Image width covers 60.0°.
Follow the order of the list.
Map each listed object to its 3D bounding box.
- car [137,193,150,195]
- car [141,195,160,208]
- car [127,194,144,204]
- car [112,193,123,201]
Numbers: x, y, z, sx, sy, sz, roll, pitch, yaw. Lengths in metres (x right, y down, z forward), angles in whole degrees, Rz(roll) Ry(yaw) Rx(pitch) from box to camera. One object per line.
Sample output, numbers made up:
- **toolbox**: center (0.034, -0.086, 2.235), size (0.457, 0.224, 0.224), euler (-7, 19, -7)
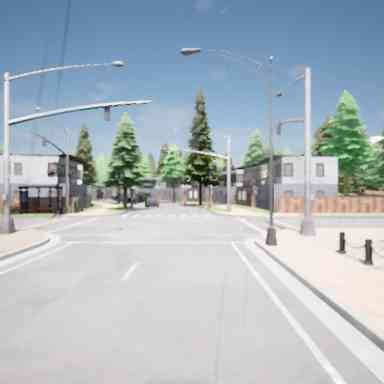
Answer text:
- **car**: center (-10.446, 1.154, 68.982), size (2.150, 2.045, 5.566), euler (0, 0, -36)
- **car**: center (-5.746, 1.495, 47.691), size (2.033, 1.411, 5.357), euler (0, 0, -12)
- **car**: center (-11.052, 1.506, 62.699), size (1.994, 1.385, 4.181), euler (0, 0, -25)
- **car**: center (-16.570, 1.125, 77.320), size (2.097, 1.767, 4.553), euler (0, 0, -45)
